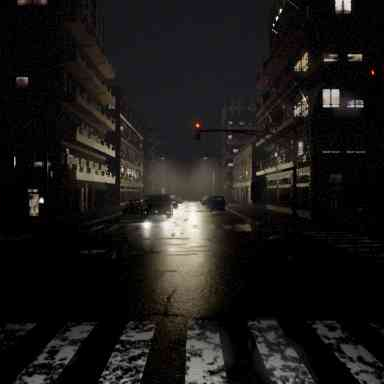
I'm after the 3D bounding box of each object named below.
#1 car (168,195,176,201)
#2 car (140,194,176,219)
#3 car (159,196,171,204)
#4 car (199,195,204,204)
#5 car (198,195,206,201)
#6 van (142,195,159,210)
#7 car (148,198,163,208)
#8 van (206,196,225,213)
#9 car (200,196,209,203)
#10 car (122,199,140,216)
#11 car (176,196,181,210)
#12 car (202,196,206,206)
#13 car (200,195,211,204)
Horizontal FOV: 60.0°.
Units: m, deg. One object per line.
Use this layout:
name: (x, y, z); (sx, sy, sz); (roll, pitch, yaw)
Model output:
car: (-5.240, 1.512, 87.697); (2.008, 1.369, 4.403); (0, 0, 0)
car: (-2.838, 1.214, 29.364); (2.150, 2.045, 5.566); (0, 0, 0)
car: (-5.259, 1.524, 65.371); (1.887, 1.381, 4.507); (0, 0, 0)
car: (2.614, 1.550, 54.202); (1.947, 1.339, 4.313); (0, 0, 0)
car: (2.641, 1.527, 87.691); (1.947, 1.339, 4.313); (0, 0, 0)
van: (-5.372, 1.329, 43.046); (1.690, 1.788, 3.998); (0, 0, 0)
car: (-5.321, 1.568, 48.627); (1.802, 1.307, 4.206); (0, 0, 0)
van: (2.727, 1.331, 36.836); (1.690, 1.788, 3.998); (0, 0, 0)
car: (2.627, 1.520, 70.946); (1.887, 1.381, 4.507); (0, 0, 0)
car: (-5.416, 1.432, 31.882); (1.967, 1.590, 4.097); (0, 0, 0)
car: (-2.809, 1.552, 42.093); (1.994, 1.385, 4.181); (0, 0, 0)
car: (2.697, 1.533, 43.040); (1.887, 1.381, 4.507); (0, 0, 0)
car: (2.622, 1.419, 65.364); (1.967, 1.590, 4.097); (0, 0, 0)
